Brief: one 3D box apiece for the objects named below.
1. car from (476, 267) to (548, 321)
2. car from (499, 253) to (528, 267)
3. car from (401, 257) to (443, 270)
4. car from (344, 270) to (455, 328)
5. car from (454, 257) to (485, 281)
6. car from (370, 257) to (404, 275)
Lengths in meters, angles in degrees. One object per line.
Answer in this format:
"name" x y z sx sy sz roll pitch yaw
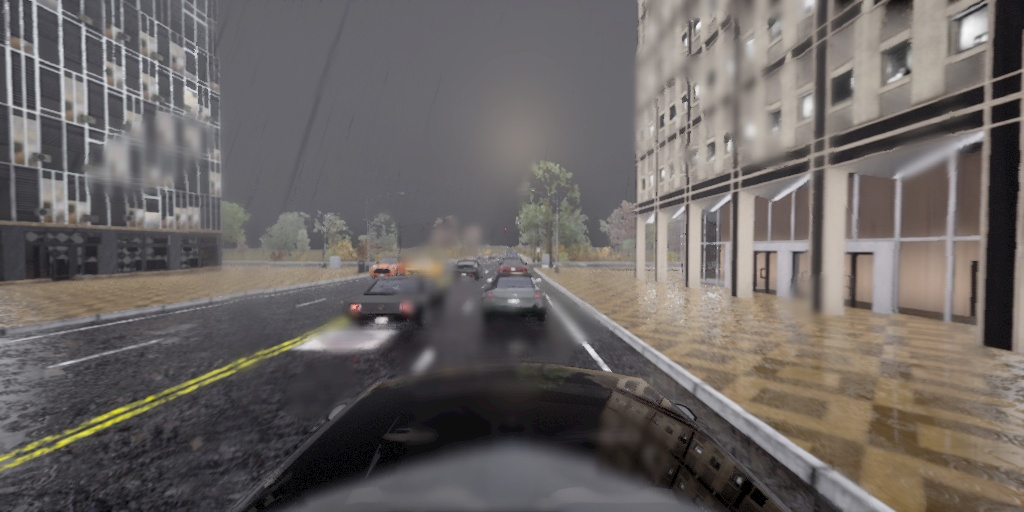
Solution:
"car" 0.082 1.227 11.991 1.994 1.385 4.181 0 1 0
"car" 0.079 0.886 26.485 2.097 1.767 4.553 0 1 0
"car" -6.593 1.001 27.511 1.882 1.535 5.008 0 1 0
"car" -3.169 1.272 10.998 1.895 1.301 4.718 0 0 0
"car" -3.171 1.035 26.607 1.837 1.490 4.892 0 0 0
"car" -9.838 0.859 29.334 2.097 1.767 4.553 0 1 0
